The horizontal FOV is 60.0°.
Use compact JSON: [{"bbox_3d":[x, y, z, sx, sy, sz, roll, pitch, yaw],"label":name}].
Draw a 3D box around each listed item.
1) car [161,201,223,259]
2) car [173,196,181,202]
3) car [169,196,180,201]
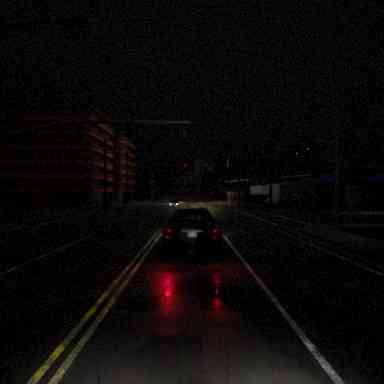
[{"bbox_3d":[0.010,1.402,13.001,2.097,1.767,4.553,0,0,0],"label":"car"},{"bbox_3d":[-3.965,1.851,87.498,2.033,1.411,5.357,0,0,0],"label":"car"},{"bbox_3d":[-3.880,1.796,71.715,2.033,1.411,5.357,0,0,0],"label":"car"}]
